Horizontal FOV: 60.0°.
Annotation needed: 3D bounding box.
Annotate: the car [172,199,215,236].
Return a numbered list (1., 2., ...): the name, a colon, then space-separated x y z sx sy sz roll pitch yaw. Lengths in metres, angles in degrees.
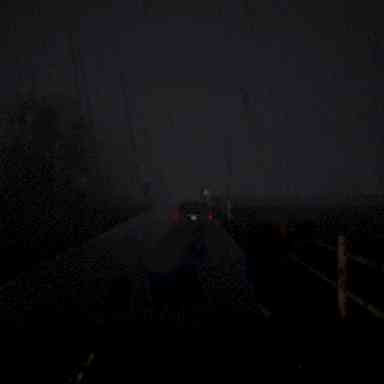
1. car: 0.078 1.230 17.820 2.097 1.767 4.553 0 0 0

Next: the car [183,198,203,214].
1. car: 0.064 1.358 33.505 1.895 1.301 4.718 0 0 0
